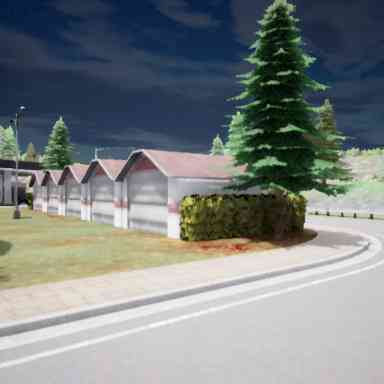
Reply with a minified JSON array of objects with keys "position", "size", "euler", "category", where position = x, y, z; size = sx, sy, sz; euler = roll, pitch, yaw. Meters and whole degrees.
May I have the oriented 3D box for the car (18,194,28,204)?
[{"position":[-31.503,1.313,61.894],"size":[1.905,1.878,3.866],"euler":[0,0,-36],"category":"car"}]
